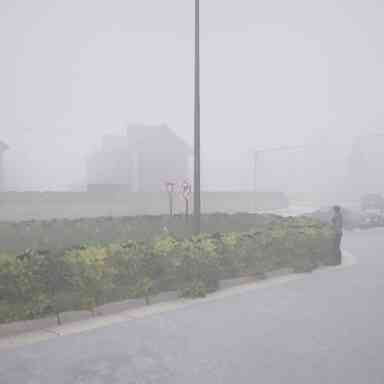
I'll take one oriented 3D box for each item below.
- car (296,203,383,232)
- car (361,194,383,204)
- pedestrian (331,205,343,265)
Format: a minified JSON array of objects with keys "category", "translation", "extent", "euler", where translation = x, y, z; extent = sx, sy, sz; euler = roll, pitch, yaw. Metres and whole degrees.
[{"category":"car","translation":[8.831,1.547,20.409],"extent":[2.033,1.411,5.357],"euler":[0,0,-31]},{"category":"car","translation":[20.153,1.221,37.053],"extent":[2.150,2.045,5.566],"euler":[0,0,30]},{"category":"pedestrian","translation":[4.425,1.291,10.181],"extent":[0.375,1.860,0.375],"euler":[0,0,-40]}]
